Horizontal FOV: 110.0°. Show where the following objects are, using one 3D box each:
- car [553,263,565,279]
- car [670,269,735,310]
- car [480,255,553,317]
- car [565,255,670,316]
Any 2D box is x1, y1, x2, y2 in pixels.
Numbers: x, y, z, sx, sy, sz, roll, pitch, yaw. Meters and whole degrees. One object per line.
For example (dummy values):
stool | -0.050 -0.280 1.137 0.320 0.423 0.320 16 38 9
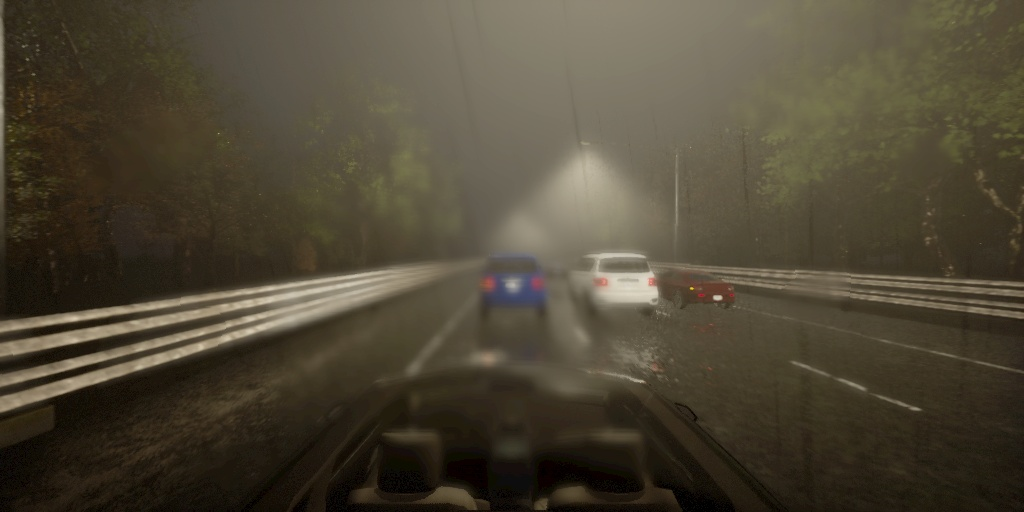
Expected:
car | 3.567 1.288 29.696 1.994 1.385 4.181 0 0 0
car | 7.069 1.265 14.605 1.812 1.442 4.674 0 0 0
car | 0.063 0.965 13.258 2.150 2.045 5.566 0 0 0
car | 3.564 0.964 13.466 2.150 2.045 5.566 0 0 0
